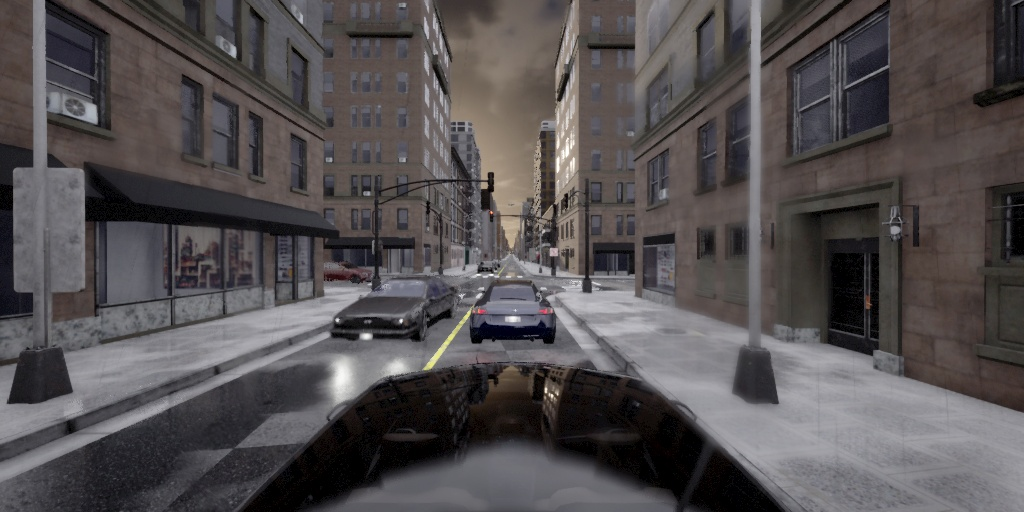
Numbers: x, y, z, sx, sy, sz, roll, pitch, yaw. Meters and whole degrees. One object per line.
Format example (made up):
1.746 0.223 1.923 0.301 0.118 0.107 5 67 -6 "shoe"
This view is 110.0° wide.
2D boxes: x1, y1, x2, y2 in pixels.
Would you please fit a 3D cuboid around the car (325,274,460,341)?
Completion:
-2.842 1.299 10.143 2.033 1.411 5.357 0 0 5 "car"

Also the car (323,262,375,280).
-11.725 1.148 24.652 4.674 1.442 1.812 1 0 6 "car"

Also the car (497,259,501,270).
-3.081 1.369 52.892 2.033 1.411 5.357 0 0 0 "car"

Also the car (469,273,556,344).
0.013 1.315 9.627 1.994 1.385 4.181 0 0 0 "car"

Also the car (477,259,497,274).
-3.083 1.307 43.070 1.837 1.490 4.892 0 0 0 "car"
